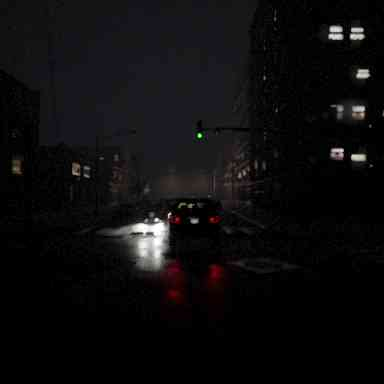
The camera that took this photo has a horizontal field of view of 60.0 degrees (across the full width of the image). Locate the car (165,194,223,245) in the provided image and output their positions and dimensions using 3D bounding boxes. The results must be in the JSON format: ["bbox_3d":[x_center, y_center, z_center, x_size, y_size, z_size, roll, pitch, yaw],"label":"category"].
[{"bbox_3d":[0.096,1.255,15.792,2.150,2.045,5.566,0,0,0],"label":"car"}]

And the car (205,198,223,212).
[{"bbox_3d":[2.697,1.524,41.112,1.967,1.590,4.097,1,0,0],"label":"car"}]

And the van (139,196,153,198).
[{"bbox_3d":[-5.681,1.425,41.050,1.690,1.788,3.998,1,0,0],"label":"van"}]

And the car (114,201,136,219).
[{"bbox_3d":[-5.759,1.606,29.681,1.887,1.381,4.507,1,0,0],"label":"car"}]

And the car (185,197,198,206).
[{"bbox_3d":[-0.012,1.609,57.353,2.128,1.511,4.902,0,0,0],"label":"car"}]

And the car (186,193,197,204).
[{"bbox_3d":[-0.014,1.334,67.808,2.150,2.045,5.566,0,0,0],"label":"car"}]

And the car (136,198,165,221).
[{"bbox_3d":[-3.095,1.549,28.096,2.128,1.511,4.902,0,0,0],"label":"car"}]

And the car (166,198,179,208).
[{"bbox_3d":[-3.056,1.634,52.514,1.812,1.442,4.674,0,0,0],"label":"car"}]

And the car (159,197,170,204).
[{"bbox_3d":[-5.691,1.726,69.483,1.802,1.307,4.206,1,0,0],"label":"car"}]
